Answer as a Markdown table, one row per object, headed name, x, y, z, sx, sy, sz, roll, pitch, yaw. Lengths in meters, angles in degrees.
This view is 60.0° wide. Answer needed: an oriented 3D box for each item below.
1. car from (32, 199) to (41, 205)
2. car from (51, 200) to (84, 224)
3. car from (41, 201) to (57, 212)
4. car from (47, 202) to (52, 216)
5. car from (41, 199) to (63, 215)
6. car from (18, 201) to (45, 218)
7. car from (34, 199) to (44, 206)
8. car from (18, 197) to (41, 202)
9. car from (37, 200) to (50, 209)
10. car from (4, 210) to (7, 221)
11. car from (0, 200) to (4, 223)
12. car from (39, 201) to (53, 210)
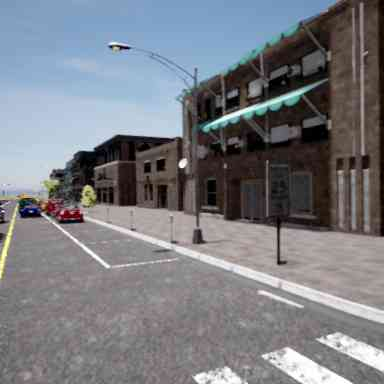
| name | x | y | z | sx | sy | sz | roll | pitch | yaw |
| --- | --- | --- | --- | --- | --- | --- | --- | --- | --- |
| car | -39.127 | 2.463 | 83.696 | 1.887 | 1.381 | 4.507 | -2 | 0 | -27 |
| car | -10.455 | 1.723 | 28.223 | 1.967 | 1.590 | 4.097 | -2 | 0 | -27 |
| car | -20.970 | 2.038 | 48.539 | 1.752 | 1.417 | 4.829 | -2 | 0 | -27 |
| car | -13.075 | 1.922 | 33.256 | 1.802 | 1.307 | 4.206 | -2 | 0 | -27 |
| car | -15.688 | 1.712 | 38.299 | 2.192 | 1.841 | 5.009 | -2 | 0 | -27 |
| car | -17.303 | 1.987 | 35.720 | 1.994 | 1.385 | 4.181 | -1 | 0 | -27 |
| car | -33.995 | 2.328 | 73.759 | 1.752 | 1.417 | 4.829 | -2 | 0 | -27 |
| car | -21.916 | 1.745 | 44.520 | 2.150 | 2.045 | 5.566 | -1 | 0 | -27 |
| car | -26.101 | 2.208 | 58.476 | 1.802 | 1.307 | 4.206 | -2 | 0 | -27 |
| car | -17.254 | 1.916 | 28.783 | 1.837 | 1.490 | 4.892 | -1 | 0 | -27 |
| car | -11.625 | 1.513 | 17.837 | 2.150 | 2.045 | 5.566 | -1 | -1 | -27 |
| car | -23.495 | 2.150 | 53.432 | 1.802 | 1.307 | 4.206 | -2 | 0 | -27 |
